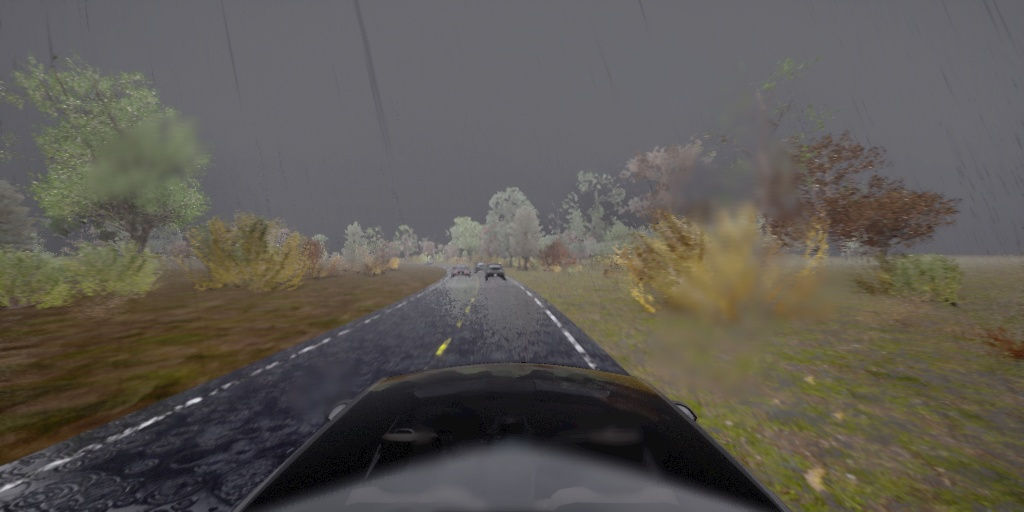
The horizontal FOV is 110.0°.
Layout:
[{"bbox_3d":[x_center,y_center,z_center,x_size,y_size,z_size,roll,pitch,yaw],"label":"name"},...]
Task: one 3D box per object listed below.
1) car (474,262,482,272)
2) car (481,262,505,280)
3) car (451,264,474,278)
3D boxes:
[{"bbox_3d":[-4.734,1.606,54.574,1.812,1.442,4.674,0,0,-10],"label":"car"},{"bbox_3d":[-1.727,1.451,34.244,1.837,1.490,4.892,0,0,-6],"label":"car"},{"bbox_3d":[-5.353,1.561,37.934,1.994,1.385,4.181,0,0,-7],"label":"car"}]
